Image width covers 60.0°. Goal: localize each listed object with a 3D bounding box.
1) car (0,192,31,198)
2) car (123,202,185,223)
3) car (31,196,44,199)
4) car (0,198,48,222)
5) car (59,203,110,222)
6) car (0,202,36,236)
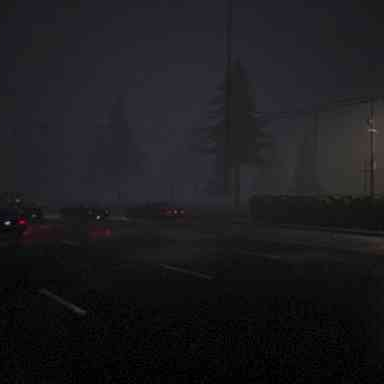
[{"bbox_3d":[-20.430,1.016,37.127,2.150,2.045,5.566,0,0,-45],"label":"car"},{"bbox_3d":[-2.873,1.425,24.465,2.033,1.411,5.357,0,0,-45],"label":"car"},{"bbox_3d":[-19.600,1.253,41.253,1.882,1.535,5.008,0,0,-45],"label":"car"},{"bbox_3d":[-12.201,1.394,23.888,4.674,1.442,1.812,0,0,45],"label":"car"},{"bbox_3d":[-8.110,1.470,24.761,1.895,1.301,4.718,0,0,-45],"label":"car"},{"bbox_3d":[-10.074,1.453,16.816,2.033,1.411,5.357,0,0,-45],"label":"car"}]
